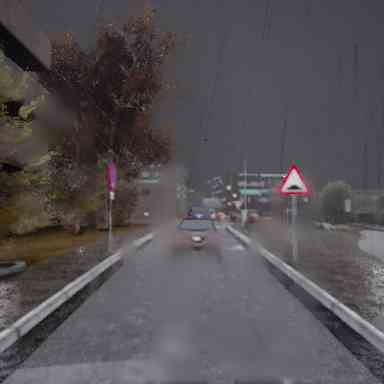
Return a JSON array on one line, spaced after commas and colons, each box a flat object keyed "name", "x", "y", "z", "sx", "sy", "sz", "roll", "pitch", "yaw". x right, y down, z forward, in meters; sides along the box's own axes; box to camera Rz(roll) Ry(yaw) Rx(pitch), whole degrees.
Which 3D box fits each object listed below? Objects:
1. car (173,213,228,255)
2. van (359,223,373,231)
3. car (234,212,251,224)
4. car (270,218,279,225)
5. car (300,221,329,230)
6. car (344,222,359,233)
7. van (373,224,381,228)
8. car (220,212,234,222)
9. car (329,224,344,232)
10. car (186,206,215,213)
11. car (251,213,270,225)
[{"name": "car", "x": 0.202, "y": 1.800, "z": 14.299, "sx": 2.033, "sy": 1.411, "sz": 5.357, "roll": 0, "pitch": -2, "yaw": 1}, {"name": "van", "x": 31.629, "y": 6.930, "z": 64.167, "sx": 1.878, "sy": 1.987, "sz": 4.442, "roll": 8, "pitch": -6, "yaw": -29}, {"name": "car", "x": 7.832, "y": 4.612, "z": 60.176, "sx": 2.185, "sy": 1.767, "sz": 4.553, "roll": 7, "pitch": -6, "yaw": -30}, {"name": "car", "x": 13.663, "y": 5.350, "z": 61.415, "sx": 1.946, "sy": 1.575, "sz": 5.366, "roll": 7, "pitch": -6, "yaw": -30}, {"name": "car", "x": 22.634, "y": 6.292, "z": 62.768, "sx": 2.002, "sy": 1.452, "sz": 4.674, "roll": 7, "pitch": -5, "yaw": -29}, {"name": "car", "x": 28.486, "y": 6.859, "z": 63.922, "sx": 1.946, "sy": 1.575, "sz": 5.366, "roll": 7, "pitch": -5, "yaw": -29}, {"name": "van", "x": 34.602, "y": 7.232, "z": 64.657, "sx": 1.878, "sy": 1.987, "sz": 4.442, "roll": 8, "pitch": -6, "yaw": -29}, {"name": "car", "x": 4.860, "y": 4.349, "z": 59.684, "sx": 2.185, "sy": 1.767, "sz": 4.553, "roll": 5, "pitch": -5, "yaw": -31}, {"name": "car", "x": 25.605, "y": 6.595, "z": 63.274, "sx": 2.002, "sy": 1.452, "sz": 4.674, "roll": 8, "pitch": -6, "yaw": -29}, {"name": "car", "x": 0.676, "y": 2.224, "z": 28.946, "sx": 2.150, "sy": 2.045, "sz": 5.566, "roll": 0, "pitch": -3, "yaw": 2}, {"name": "car", "x": 10.829, "y": 4.794, "z": 60.730, "sx": 2.435, "sy": 2.045, "sz": 5.566, "roll": 8, "pitch": -6, "yaw": -30}]
